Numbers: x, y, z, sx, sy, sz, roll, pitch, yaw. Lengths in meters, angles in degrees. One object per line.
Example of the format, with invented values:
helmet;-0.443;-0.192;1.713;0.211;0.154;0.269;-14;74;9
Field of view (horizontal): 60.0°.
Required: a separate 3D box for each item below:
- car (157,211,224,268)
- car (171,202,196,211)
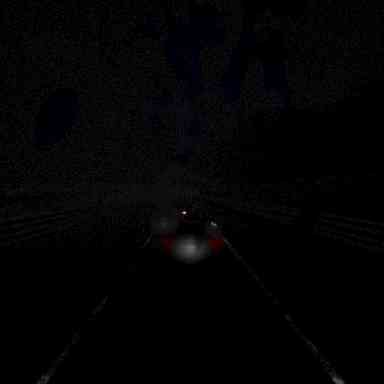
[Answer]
car;-0.083;1.542;11.196;1.994;1.385;4.181;0;0;-1
car;-0.681;1.492;26.633;1.994;1.385;4.181;0;0;-3
